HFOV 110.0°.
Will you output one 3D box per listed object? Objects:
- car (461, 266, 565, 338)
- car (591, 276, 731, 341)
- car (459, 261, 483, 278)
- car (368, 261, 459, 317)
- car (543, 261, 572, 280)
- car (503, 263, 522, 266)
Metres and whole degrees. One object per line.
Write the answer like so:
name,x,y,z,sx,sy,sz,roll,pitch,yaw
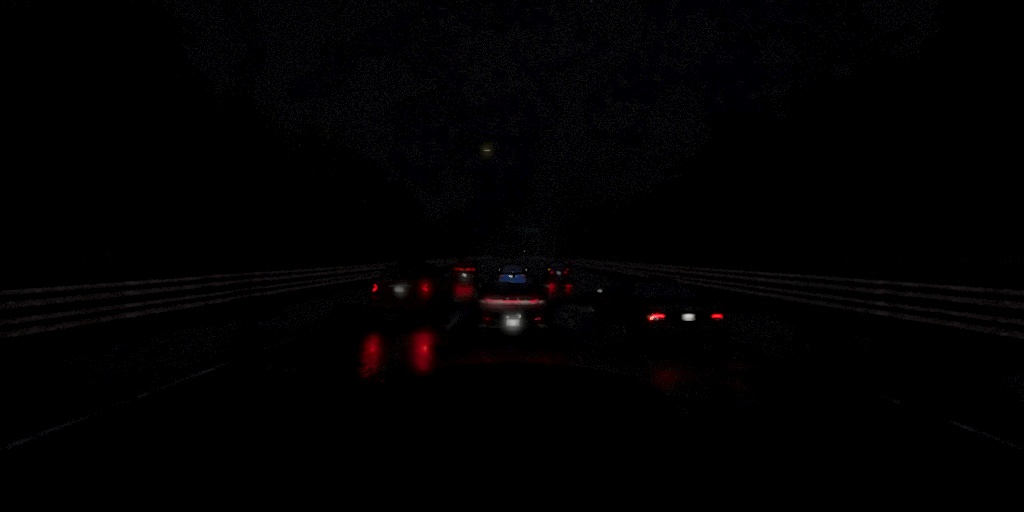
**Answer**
car,0.049,1.202,10.081,2.128,1.511,4.902,0,0,1
car,3.550,1.259,9.681,2.033,1.411,5.357,0,0,1
car,-3.417,1.128,28.537,1.837,1.490,4.892,0,1,0
car,-3.425,1.046,13.101,2.097,1.767,4.553,0,0,0
car,3.589,1.143,29.372,1.812,1.442,4.674,0,0,0
car,0.056,1.187,24.682,2.033,1.411,5.357,0,0,1
